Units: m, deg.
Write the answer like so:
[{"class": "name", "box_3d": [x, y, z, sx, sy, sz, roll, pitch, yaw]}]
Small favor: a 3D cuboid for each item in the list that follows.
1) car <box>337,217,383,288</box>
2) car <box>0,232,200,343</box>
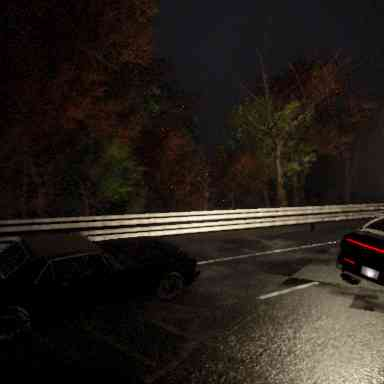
[{"class": "car", "box_3d": [5.127, 1.357, 7.196, 4.892, 1.490, 1.837, 5, 7, -35]}, {"class": "car", "box_3d": [-2.164, 1.521, 6.434, 4.718, 1.301, 1.895, -2, 10, -35]}]
